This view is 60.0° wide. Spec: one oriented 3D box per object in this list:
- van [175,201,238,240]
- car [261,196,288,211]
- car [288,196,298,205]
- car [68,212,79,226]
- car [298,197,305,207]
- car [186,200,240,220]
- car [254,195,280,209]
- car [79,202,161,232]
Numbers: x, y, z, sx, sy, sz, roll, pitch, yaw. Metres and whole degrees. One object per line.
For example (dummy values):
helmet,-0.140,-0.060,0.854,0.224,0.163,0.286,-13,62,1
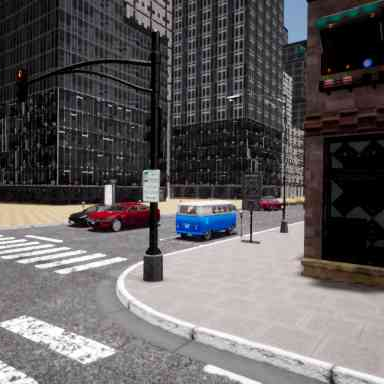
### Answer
van,0.845,1.368,17.027,1.690,1.788,3.998,1,1,35
car,8.982,1.502,38.389,1.895,1.301,4.718,1,1,36
car,16.414,1.364,53.285,1.752,1.417,4.829,1,1,36
car,-5.980,1.467,21.897,1.947,1.339,4.313,1,1,35
car,15.626,1.429,42.313,2.128,1.511,4.902,1,1,36
car,1.918,1.469,28.505,2.033,1.411,5.357,1,1,36
car,10.086,1.293,44.415,1.967,1.590,4.097,1,1,35
car,-3.993,1.418,20.215,1.882,1.535,5.008,1,1,34
